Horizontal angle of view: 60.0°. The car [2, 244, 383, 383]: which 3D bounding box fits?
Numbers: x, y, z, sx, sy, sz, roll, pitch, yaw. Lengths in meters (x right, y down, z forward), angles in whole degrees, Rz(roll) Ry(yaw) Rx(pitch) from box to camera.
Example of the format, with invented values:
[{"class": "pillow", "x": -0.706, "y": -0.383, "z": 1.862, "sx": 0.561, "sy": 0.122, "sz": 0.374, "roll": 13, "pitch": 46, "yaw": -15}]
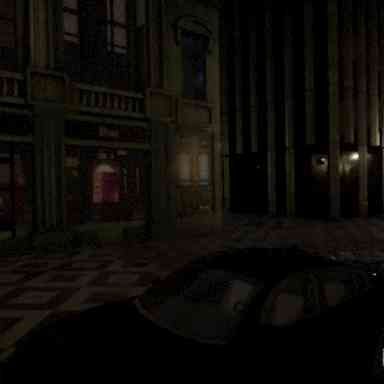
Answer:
[{"class": "car", "x": 0.655, "y": 1.456, "z": 3.834, "sx": 5.008, "sy": 1.535, "sz": 1.882, "roll": -1, "pitch": 0, "yaw": -35}]
